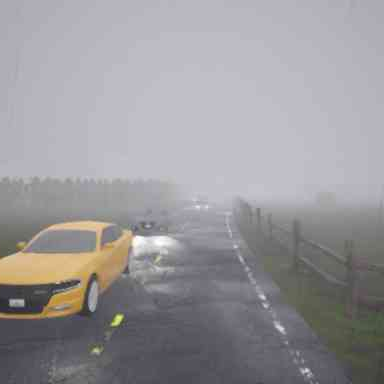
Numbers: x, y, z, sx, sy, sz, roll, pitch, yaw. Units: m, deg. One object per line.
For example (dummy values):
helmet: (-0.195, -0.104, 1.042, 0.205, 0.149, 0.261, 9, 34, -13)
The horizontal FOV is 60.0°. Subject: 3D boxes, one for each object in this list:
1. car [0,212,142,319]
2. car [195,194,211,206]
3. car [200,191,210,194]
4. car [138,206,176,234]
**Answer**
car: (-2.642, 1.452, 7.672, 1.882, 1.535, 5.008, 0, 0, 2)
car: (1.685, 1.414, 53.051, 1.994, 1.385, 4.181, 0, 0, 6)
car: (4.272, 1.124, 94.351, 1.837, 1.490, 4.892, 0, 0, -7)
car: (-2.050, 1.505, 18.607, 1.994, 1.385, 4.181, 0, 0, 5)
